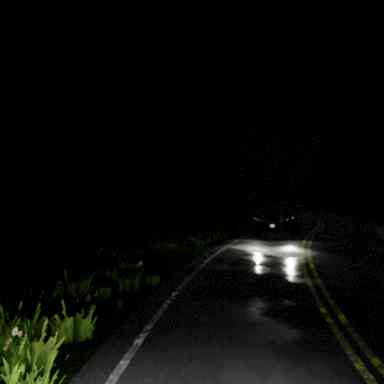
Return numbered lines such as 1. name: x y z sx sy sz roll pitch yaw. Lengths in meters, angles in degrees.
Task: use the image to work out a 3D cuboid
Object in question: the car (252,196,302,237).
1. car: 4.896 1.285 18.666 2.150 2.045 5.566 -2 -1 22
